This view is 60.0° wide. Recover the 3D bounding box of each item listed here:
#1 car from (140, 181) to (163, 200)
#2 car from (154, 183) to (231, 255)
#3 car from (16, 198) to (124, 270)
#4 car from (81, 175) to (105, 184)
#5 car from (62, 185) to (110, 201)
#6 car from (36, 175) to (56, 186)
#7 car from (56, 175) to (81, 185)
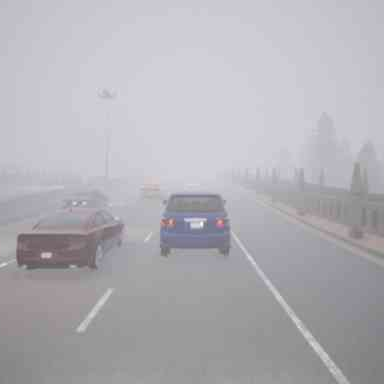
[{"bbox_3d":[-3.405,-0.215,29.736,1.882,1.535,5.008,0,5,0],"label":"car"},{"bbox_3d":[0.098,0.879,11.931,2.150,2.045,5.566,0,3,0],"label":"car"},{"bbox_3d":[-3.403,1.216,10.240,1.882,1.535,5.008,0,3,0],"label":"car"},{"bbox_3d":[-14.076,-1.792,48.864,2.128,1.511,4.902,0,5,0],"label":"car"},{"bbox_3d":[-6.904,0.498,22.053,2.033,1.411,5.357,0,5,0],"label":"car"},{"bbox_3d":[-21.072,-1.778,48.722,2.128,1.511,4.902,0,5,0],"label":"car"},{"bbox_3d":[-17.574,-1.786,48.803,2.128,1.511,4.902,0,5,0],"label":"car"}]
